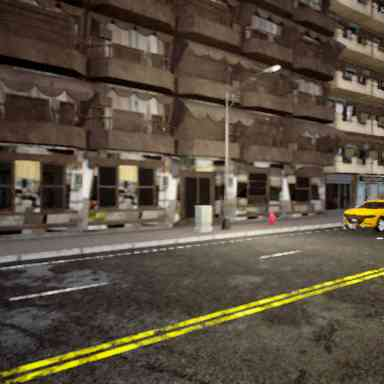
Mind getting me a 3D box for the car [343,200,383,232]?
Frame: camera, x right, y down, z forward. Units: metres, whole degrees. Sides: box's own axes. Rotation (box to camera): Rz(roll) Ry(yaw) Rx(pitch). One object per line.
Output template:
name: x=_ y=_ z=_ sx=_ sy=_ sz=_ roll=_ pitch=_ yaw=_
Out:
car: x=10.431 y=1.164 z=18.442 sx=5.008 sy=1.535 sz=1.882 roll=0 pitch=0 yaw=-33
